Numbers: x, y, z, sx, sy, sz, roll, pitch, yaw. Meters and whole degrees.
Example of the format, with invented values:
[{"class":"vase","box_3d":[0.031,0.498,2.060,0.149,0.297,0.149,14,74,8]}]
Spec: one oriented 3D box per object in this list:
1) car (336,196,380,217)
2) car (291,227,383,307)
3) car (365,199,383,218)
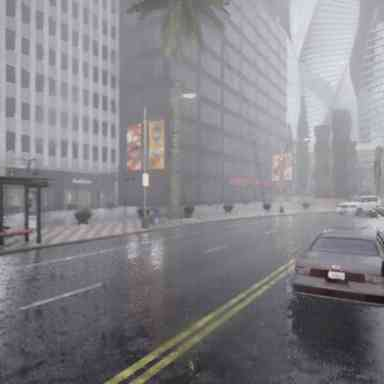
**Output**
[{"class":"car","box_3d":[17.460,1.414,34.564,5.566,2.045,2.150,0,-1,-31]},{"class":"car","box_3d":[3.959,1.595,8.291,2.033,1.411,5.357,0,0,31]},{"class":"car","box_3d":[18.743,1.678,31.197,4.892,1.490,1.837,0,-1,-32]}]
